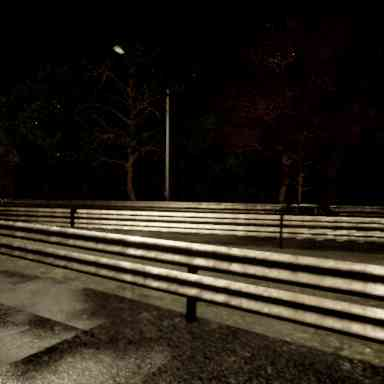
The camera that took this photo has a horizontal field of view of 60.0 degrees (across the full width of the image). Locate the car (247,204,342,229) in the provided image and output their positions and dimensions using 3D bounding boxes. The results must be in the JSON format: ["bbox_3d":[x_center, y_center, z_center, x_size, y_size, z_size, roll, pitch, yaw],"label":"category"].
[{"bbox_3d":[5.488,1.453,18.107,4.856,1.649,2.033,0,0,19],"label":"car"}]
